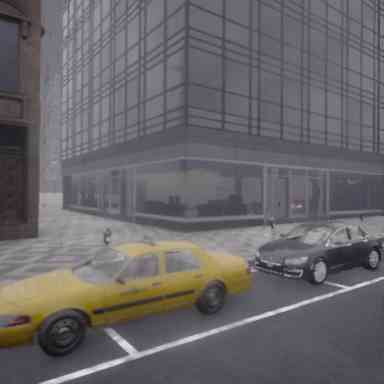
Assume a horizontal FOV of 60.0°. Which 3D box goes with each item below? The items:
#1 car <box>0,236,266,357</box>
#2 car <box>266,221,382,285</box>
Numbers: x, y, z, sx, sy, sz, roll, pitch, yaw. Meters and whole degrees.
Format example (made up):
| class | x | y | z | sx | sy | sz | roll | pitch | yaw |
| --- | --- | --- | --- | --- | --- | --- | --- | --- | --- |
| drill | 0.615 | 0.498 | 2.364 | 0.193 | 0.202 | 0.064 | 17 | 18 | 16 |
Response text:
| class | x | y | z | sx | sy | sz | roll | pitch | yaw |
| --- | --- | --- | --- | --- | --- | --- | --- | --- | --- |
| car | -1.033 | 1.522 | 6.017 | 4.829 | 1.417 | 1.752 | 0 | 1 | -35 |
| car | 3.685 | 1.540 | 9.382 | 4.403 | 1.369 | 2.008 | 0 | 1 | -35 |
